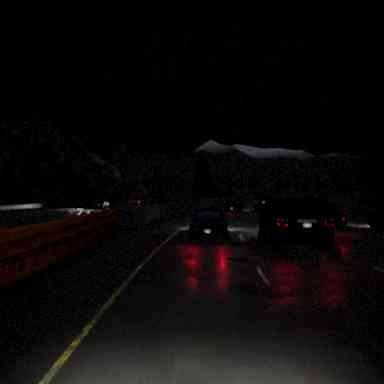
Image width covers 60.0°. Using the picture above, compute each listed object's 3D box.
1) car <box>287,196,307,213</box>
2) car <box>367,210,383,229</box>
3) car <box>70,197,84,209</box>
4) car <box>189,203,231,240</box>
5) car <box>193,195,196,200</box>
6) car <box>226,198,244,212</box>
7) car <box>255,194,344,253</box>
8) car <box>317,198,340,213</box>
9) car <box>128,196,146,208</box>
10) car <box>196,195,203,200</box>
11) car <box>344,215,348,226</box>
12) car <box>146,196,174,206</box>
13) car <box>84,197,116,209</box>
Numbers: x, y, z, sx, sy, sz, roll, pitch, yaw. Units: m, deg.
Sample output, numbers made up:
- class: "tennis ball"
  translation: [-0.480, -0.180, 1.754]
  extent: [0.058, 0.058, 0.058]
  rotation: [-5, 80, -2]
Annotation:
- class: "car"
  translation: [12.112, 1.354, 38.583]
  extent: [2.097, 1.767, 4.553]
  rotation: [0, 0, 15]
- class: "car"
  translation: [11.624, 1.549, 18.460]
  extent: [2.033, 1.411, 5.357]
  rotation: [0, 0, 7]
- class: "car"
  translation: [-14.947, 1.504, 46.423]
  extent: [1.837, 1.490, 4.892]
  rotation: [0, 0, 16]
- class: "car"
  translation: [0.900, 1.526, 16.819]
  extent: [1.812, 1.442, 4.674]
  rotation: [0, 0, 5]
- class: "car"
  translation: [1.427, 1.473, 85.056]
  extent: [1.837, 1.490, 4.892]
  rotation: [0, 0, 30]
- class: "car"
  translation: [4.964, 1.506, 38.962]
  extent: [1.837, 1.490, 4.892]
  rotation: [0, 0, 14]
- class: "car"
  translation: [4.147, 1.222, 13.988]
  extent: [2.150, 2.045, 5.566]
  rotation: [0, 0, 5]
- class: "car"
  translation: [15.732, 1.479, 38.560]
  extent: [1.882, 1.535, 5.008]
  rotation: [0, 0, 16]
- class: "car"
  translation: [-7.362, 1.352, 47.462]
  extent: [2.097, 1.767, 4.553]
  rotation: [0, 0, 17]
- class: "car"
  translation: [3.810, 1.302, 82.180]
  extent: [2.033, 1.411, 5.357]
  rotation: [0, 0, 28]
- class: "car"
  translation: [8.561, 1.602, 21.835]
  extent: [1.895, 1.301, 4.718]
  rotation: [0, 0, 8]
- class: "car"
  translation: [-4.068, 1.493, 46.276]
  extent: [2.128, 1.511, 4.902]
  rotation: [0, 0, 17]
- class: "car"
  translation: [-11.882, 1.506, 44.370]
  extent: [1.837, 1.490, 4.892]
  rotation: [0, 0, 15]
